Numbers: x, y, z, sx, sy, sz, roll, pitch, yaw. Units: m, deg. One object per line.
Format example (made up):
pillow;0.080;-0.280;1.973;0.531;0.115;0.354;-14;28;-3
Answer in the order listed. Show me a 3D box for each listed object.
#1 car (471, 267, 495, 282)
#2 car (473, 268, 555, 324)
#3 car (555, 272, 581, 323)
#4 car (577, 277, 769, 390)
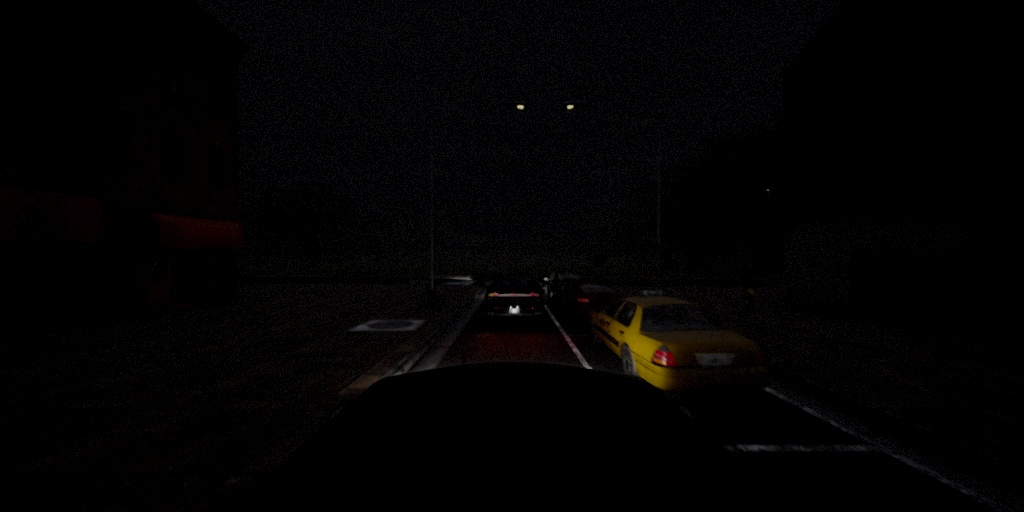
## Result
car;-1.677;1.550;28.427;1.895;1.301;4.718;0;0;-27
car;0.075;1.318;12.331;2.128;1.511;4.902;0;0;0
car;2.639;1.409;12.286;1.802;1.307;4.207;0;0;0
car;2.638;1.312;6.924;1.751;1.417;4.829;0;0;0
